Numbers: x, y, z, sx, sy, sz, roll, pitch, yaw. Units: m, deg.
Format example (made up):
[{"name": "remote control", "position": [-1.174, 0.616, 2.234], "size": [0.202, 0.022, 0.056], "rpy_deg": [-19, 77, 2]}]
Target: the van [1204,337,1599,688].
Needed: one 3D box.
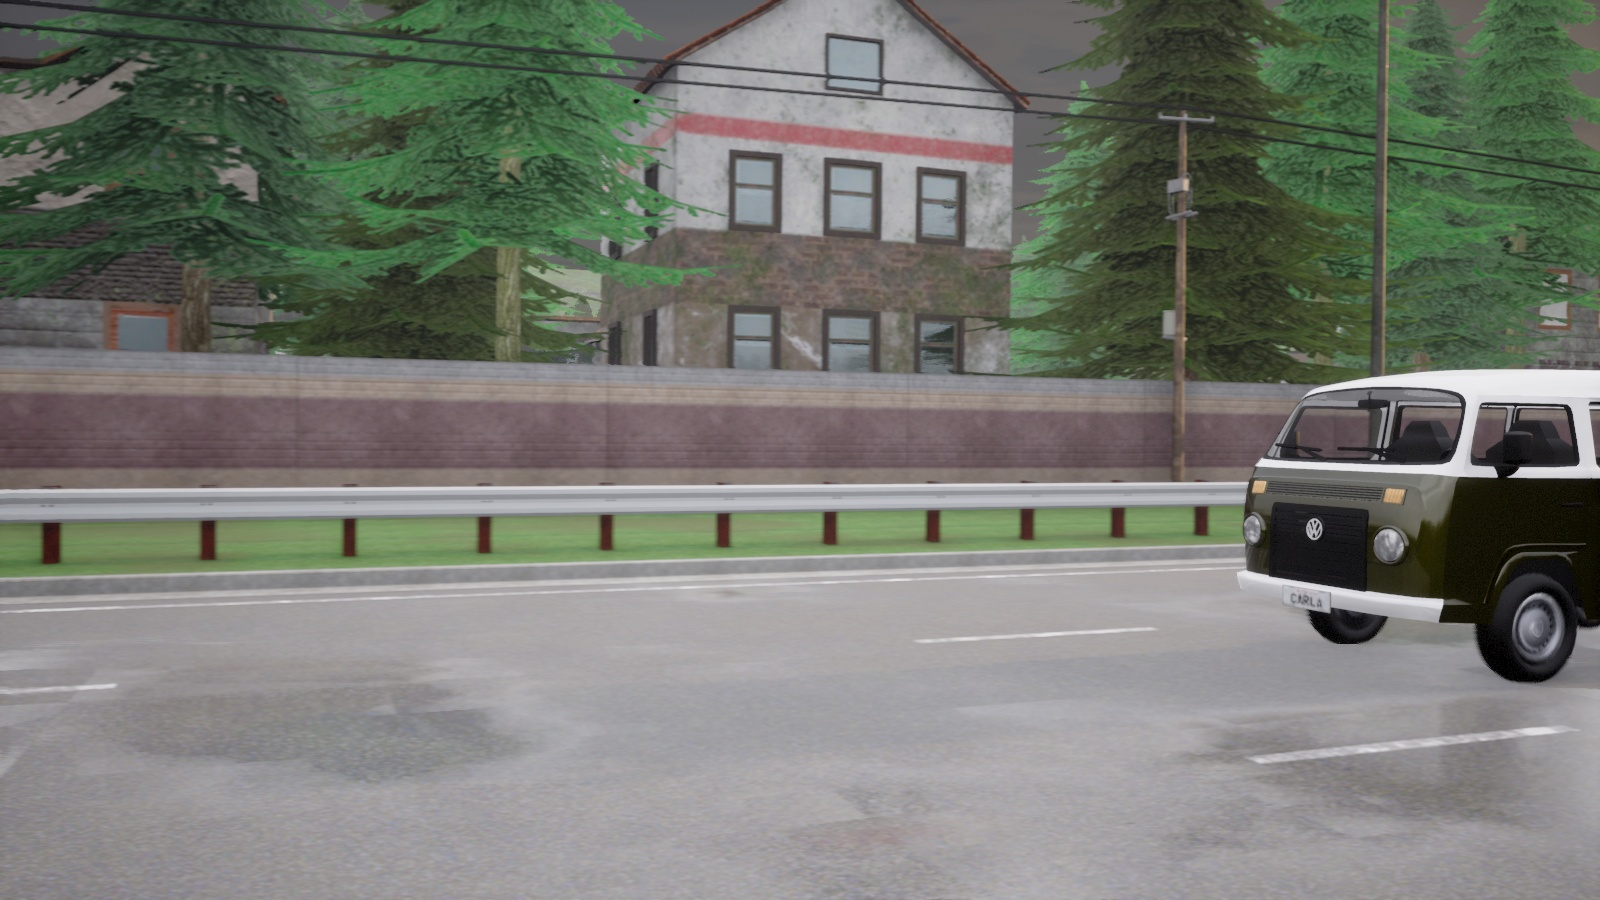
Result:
[{"name": "van", "position": [5.435, 0.315, 9.042], "size": [4.480, 2.038, 2.069], "rpy_deg": [-1, 1, -21]}]
